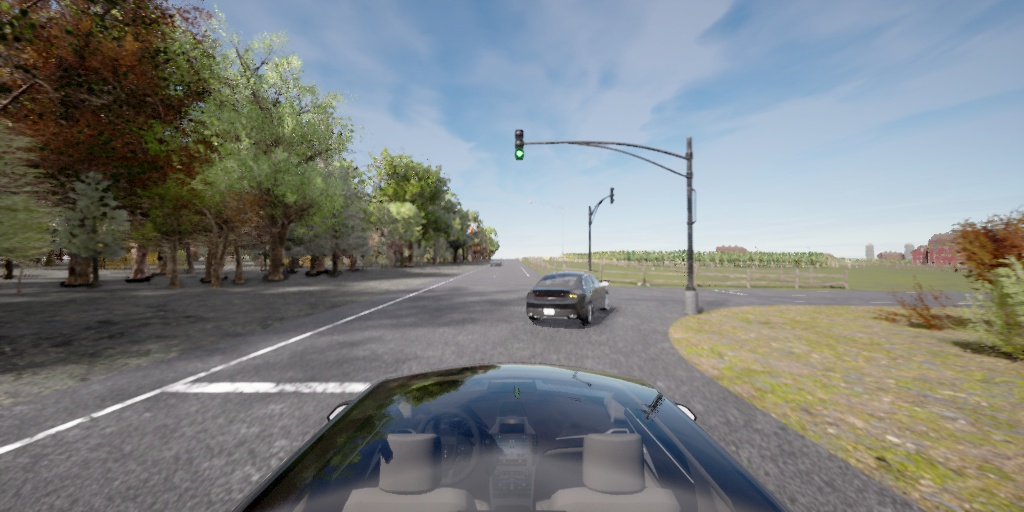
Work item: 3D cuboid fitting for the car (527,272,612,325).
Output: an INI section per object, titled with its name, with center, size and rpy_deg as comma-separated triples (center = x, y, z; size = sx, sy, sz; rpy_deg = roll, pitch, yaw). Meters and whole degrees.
[car]
center = 2.048, 1.283, 12.131
size = 1.837, 1.490, 4.892
rpy_deg = -2, 0, 25
